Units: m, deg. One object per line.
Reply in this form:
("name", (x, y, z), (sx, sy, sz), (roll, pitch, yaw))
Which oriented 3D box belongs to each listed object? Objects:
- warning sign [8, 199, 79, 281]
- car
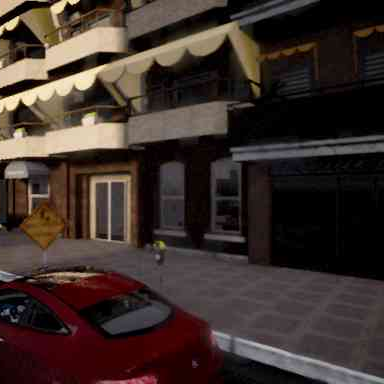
("warning sign", (-3.775, 1.128, 8.487), (1.060, 1.860, 1.300), (0, 0, 35))
("car", (-1.635, 1.588, 4.040), (4.206, 1.307, 1.802), (0, 0, 35))
